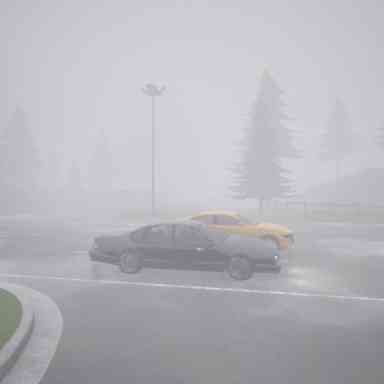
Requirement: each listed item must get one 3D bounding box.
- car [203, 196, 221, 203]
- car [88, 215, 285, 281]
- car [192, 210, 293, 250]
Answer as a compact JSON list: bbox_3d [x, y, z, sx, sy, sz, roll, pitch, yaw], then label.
[{"bbox_3d":[4.159,1.490,69.398,2.128,1.511,4.902,0,0,-34],"label":"car"},{"bbox_3d":[-0.207,1.547,9.584,5.357,1.411,2.033,0,0,13],"label":"car"},{"bbox_3d":[1.286,1.477,12.834,5.008,1.535,1.882,0,0,13],"label":"car"}]
